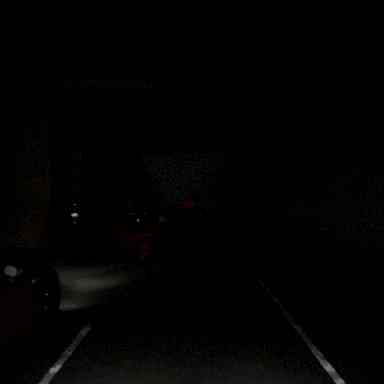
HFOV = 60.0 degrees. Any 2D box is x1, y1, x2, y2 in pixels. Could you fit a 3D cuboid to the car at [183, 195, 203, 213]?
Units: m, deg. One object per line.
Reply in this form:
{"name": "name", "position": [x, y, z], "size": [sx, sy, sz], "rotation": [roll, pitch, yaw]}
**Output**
{"name": "car", "position": [0.126, 1.402, 40.470], "size": [2.150, 2.045, 5.566], "rotation": [0, 0, 0]}

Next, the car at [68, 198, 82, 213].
{"name": "car", "position": [-14.064, 1.528, 39.682], "size": [2.097, 1.767, 4.553], "rotation": [0, 0, 0]}

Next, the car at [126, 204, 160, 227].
{"name": "car", "position": [-3.385, 1.596, 23.402], "size": [2.128, 1.511, 4.902], "rotation": [0, 0, 0]}

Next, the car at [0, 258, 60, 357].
{"name": "car", "position": [-3.397, 1.371, 4.103], "size": [2.097, 1.767, 4.553], "rotation": [0, 0, 0]}
